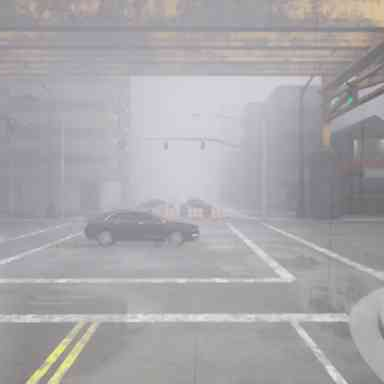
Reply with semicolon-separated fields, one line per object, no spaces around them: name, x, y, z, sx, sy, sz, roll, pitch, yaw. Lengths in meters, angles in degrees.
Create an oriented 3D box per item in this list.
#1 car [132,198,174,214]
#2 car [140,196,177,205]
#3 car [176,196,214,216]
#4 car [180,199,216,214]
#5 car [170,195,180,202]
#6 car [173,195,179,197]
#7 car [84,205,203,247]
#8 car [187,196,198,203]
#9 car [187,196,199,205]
car;-3.626;1.274;31.532;1.853;1.218;4.536;0;0;25
car;-3.648;1.432;31.485;2.038;1.542;4.974;0;0;25
car;0.513;1.432;31.178;2.038;1.542;4.974;0;0;-20
car;0.494;1.274;31.226;1.853;1.218;4.536;0;0;-20
car;-3.290;1.251;66.348;1.853;1.218;4.536;0;0;0
car;-3.289;1.409;66.296;2.038;1.542;4.974;0;0;0
car;-2.124;1.482;14.404;4.892;1.490;1.837;0;0;0
car;0.142;1.257;57.826;1.853;1.218;4.536;0;0;0
car;0.142;1.414;57.774;2.038;1.542;4.974;0;0;0
